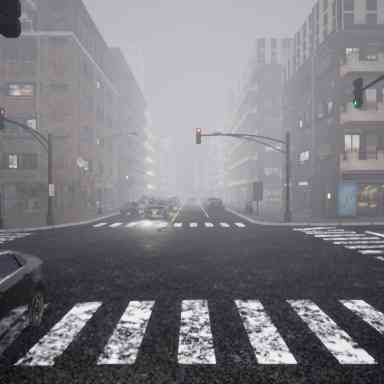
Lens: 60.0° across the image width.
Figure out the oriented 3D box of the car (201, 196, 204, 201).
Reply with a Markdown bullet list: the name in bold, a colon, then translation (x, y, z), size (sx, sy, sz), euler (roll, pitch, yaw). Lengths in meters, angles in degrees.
- **car**: translation (2.626, 1.451, 43.592), size (1.967, 1.590, 4.097), euler (0, 0, 0)

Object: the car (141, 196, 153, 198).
- **car**: translation (-5.746, 1.534, 37.725), size (1.752, 1.417, 4.829), euler (0, 0, 0)

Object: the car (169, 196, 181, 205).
- **car**: translation (-3.130, 1.498, 60.702), size (1.882, 1.535, 5.008), euler (0, 0, 1)

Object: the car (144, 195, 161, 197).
- **car**: translation (-5.755, 1.326, 43.578), size (2.192, 1.841, 5.009), euler (0, 0, 0)

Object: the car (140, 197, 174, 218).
- **car**: translation (-3.136, 1.497, 30.647), size (2.128, 1.511, 4.902), euler (0, 0, 1)

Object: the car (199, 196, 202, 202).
- **car**: translation (2.609, 1.599, 54.957), size (1.802, 1.307, 4.206), euler (0, 0, 0)

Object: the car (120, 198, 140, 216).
- **car**: translation (-5.737, 1.572, 32.212), size (1.947, 1.339, 4.313), euler (0, 0, 0)

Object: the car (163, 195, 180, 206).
- **car**: translation (-3.162, 1.578, 49.924), size (1.994, 1.385, 4.181), euler (0, 0, 0)

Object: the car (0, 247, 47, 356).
- **car**: translation (-3.235, 1.503, 3.980), size (2.128, 1.511, 4.902), euler (0, -1, -8)

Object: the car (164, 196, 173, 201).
- **car**: translation (-5.814, 1.589, 83.354), size (2.008, 1.369, 4.403), euler (0, 0, 0)

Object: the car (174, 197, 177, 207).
- **car**: translation (-3.158, 1.610, 39.946), size (1.895, 1.301, 4.718), euler (0, 0, 0)

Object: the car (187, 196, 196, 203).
- **car**: translation (-0.061, 1.539, 70.634), size (2.128, 1.511, 4.902), euler (0, 0, 0)

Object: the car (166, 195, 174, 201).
- **car**: translation (-5.823, 1.595, 89.037), size (2.008, 1.369, 4.403), euler (0, 0, 0)

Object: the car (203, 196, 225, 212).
- **car**: translation (2.634, 1.448, 37.910), size (1.967, 1.590, 4.097), euler (0, 0, 0)

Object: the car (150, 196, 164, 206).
- **car**: translation (-5.771, 1.457, 54.943), size (1.967, 1.590, 4.097), euler (0, 0, 0)

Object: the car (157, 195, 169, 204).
- **car**: translation (-5.788, 1.465, 66.308), size (1.967, 1.590, 4.097), euler (0, 0, 0)
